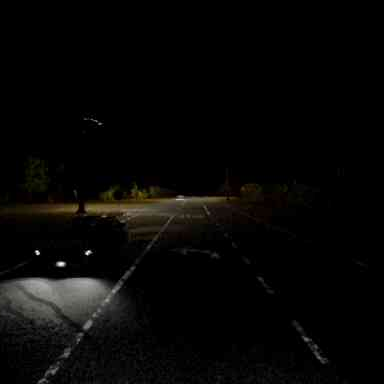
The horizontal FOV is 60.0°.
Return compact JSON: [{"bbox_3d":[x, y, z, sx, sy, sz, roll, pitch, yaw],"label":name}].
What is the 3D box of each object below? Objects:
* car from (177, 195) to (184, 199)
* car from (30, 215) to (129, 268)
[{"bbox_3d":[-3.382,1.398,95.105,1.895,1.301,4.718,0,0,0],"label":"car"},{"bbox_3d":[-3.488,1.536,11.510,2.033,1.411,5.357,0,0,0],"label":"car"}]
